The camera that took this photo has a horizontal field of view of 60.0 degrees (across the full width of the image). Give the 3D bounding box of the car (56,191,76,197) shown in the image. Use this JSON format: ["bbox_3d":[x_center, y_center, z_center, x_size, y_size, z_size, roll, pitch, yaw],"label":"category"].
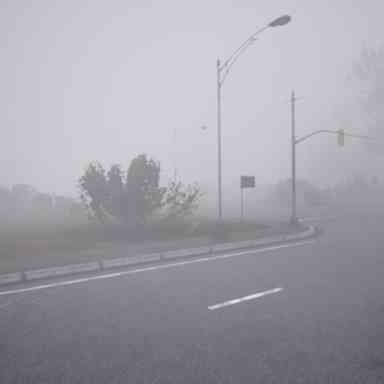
[{"bbox_3d":[-32.086,0.875,84.824,2.150,2.045,5.566,-1,1,-36],"label":"car"}]

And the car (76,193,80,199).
[{"bbox_3d":[-29.492,0.955,87.207,2.097,1.767,4.553,-1,1,-36],"label":"car"}]
